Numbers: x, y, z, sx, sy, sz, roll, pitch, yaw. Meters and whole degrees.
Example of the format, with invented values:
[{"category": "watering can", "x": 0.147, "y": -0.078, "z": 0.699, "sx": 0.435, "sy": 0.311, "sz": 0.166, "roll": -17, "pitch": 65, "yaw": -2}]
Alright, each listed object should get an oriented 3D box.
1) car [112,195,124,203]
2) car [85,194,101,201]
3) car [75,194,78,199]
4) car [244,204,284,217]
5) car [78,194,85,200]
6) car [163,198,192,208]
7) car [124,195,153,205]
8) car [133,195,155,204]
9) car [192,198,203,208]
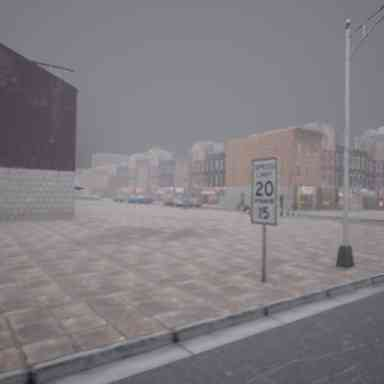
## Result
[{"category": "car", "x": -12.942, "y": 1.308, "z": 60.870, "sx": 1.837, "sy": 1.490, "sz": 4.892, "roll": 2, "pitch": 0, "yaw": -35}, {"category": "car", "x": -21.434, "y": 1.259, "z": 73.547, "sx": 2.008, "sy": 1.369, "sz": 4.403, "roll": 2, "pitch": -1, "yaw": -35}, {"category": "car", "x": -27.780, "y": 1.187, "z": 82.518, "sx": 1.887, "sy": 1.381, "sz": 4.507, "roll": 2, "pitch": -1, "yaw": -35}, {"category": "car", "x": 7.118, "y": 1.662, "z": 33.181, "sx": 1.887, "sy": 1.381, "sz": 4.507, "roll": 2, "pitch": -1, "yaw": -35}, {"category": "car", "x": -24.606, "y": 1.219, "z": 78.032, "sx": 1.887, "sy": 1.381, "sz": 4.507, "roll": 2, "pitch": -1, "yaw": -35}, {"category": "car", "x": -2.399, "y": 1.524, "z": 46.636, "sx": 1.947, "sy": 1.339, "sz": 4.313, "roll": 2, "pitch": -1, "yaw": -35}, {"category": "car", "x": -8.894, "y": 1.337, "z": 55.158, "sx": 1.882, "sy": 1.535, "sz": 5.008, "roll": 2, "pitch": 0, "yaw": -35}, {"category": "car", "x": -8.704, "y": 1.399, "z": 60.109, "sx": 1.837, "sy": 1.490, "sz": 4.892, "roll": 2, "pitch": 0, "yaw": -35}, {"category": "car", "x": -0.607, "y": 1.558, "z": 48.670, "sx": 2.033, "sy": 1.411, "sz": 5.357, "roll": 2, "pitch": 0, "yaw": -35}]
